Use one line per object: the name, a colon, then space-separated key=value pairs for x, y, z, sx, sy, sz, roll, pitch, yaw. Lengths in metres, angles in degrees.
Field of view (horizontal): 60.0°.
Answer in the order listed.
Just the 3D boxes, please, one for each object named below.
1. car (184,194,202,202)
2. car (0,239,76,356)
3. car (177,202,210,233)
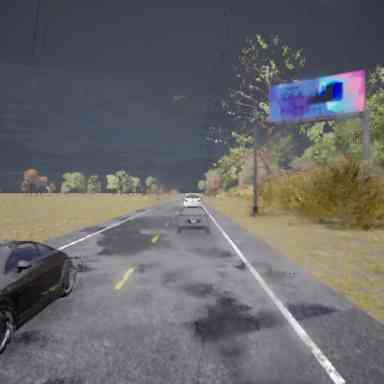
car: x=0.113 y=1.245 z=43.179 sx=2.150 sy=2.045 sz=5.566 roll=0 pitch=0 yaw=1
car: x=-3.594 y=1.567 z=5.787 sx=1.994 sy=1.385 sz=4.181 roll=0 pitch=0 yaw=0
car: x=0.090 y=1.558 z=19.486 sx=2.033 sy=1.411 sz=5.357 roll=0 pitch=0 yaw=0
